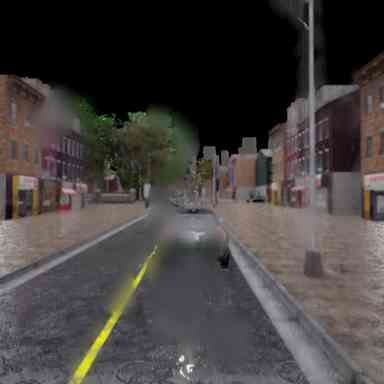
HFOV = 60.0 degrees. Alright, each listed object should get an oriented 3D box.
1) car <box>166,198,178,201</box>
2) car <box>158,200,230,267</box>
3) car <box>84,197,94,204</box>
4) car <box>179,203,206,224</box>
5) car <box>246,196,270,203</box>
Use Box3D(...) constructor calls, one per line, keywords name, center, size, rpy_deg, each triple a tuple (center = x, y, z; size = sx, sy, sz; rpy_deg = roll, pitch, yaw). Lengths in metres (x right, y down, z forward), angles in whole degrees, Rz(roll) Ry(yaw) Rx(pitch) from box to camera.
Box3D(name="car", center=(-2.793, 1.482, 46.999), size=(2.033, 1.411, 5.357), rpy_deg=(0, 0, 1))
Box3D(name="car", center=(0.068, 1.324, 11.485), size=(2.097, 1.767, 4.553), rpy_deg=(0, 0, 0))
Box3D(name="car", center=(-20.606, 1.697, 62.374), size=(4.403, 1.369, 2.008), rpy_deg=(-1, -1, 0))
Box3D(name="car", center=(0.061, 1.545, 25.471), size=(1.895, 1.301, 4.718), rpy_deg=(0, 0, 0))
Box3D(name="car", center=(12.380, 1.431, 62.382), size=(4.313, 1.339, 1.947), rpy_deg=(0, -1, 0))
